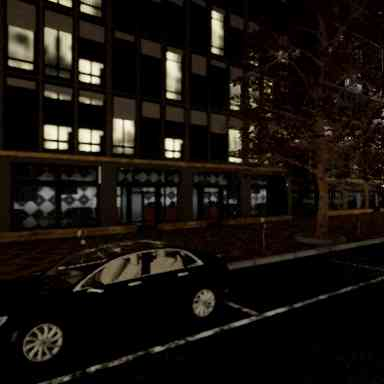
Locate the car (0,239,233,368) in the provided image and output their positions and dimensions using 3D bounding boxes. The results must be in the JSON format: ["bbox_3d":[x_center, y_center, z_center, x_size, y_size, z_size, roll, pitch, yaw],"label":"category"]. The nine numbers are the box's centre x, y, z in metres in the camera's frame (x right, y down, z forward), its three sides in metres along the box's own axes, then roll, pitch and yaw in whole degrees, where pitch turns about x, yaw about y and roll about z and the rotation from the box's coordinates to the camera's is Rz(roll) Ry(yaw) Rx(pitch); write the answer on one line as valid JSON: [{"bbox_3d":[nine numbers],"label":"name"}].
[{"bbox_3d":[-1.269,1.548,5.650,4.403,1.369,2.008,0,0,-35],"label":"car"}]
